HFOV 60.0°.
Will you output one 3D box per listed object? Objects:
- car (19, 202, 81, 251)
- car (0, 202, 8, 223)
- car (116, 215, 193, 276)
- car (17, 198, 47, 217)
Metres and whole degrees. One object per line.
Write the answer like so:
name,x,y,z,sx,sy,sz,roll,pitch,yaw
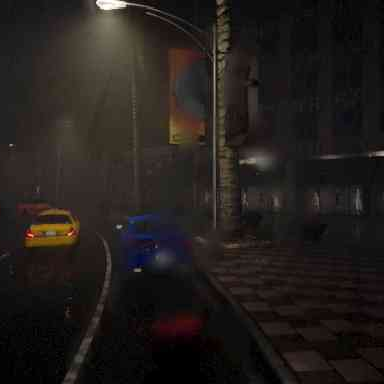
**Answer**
car,-5.778,1.451,14.178,1.801,1.575,5.366,0,0,-18
car,-14.962,1.462,24.835,1.882,1.535,5.008,0,0,-34
car,-1.332,1.475,10.583,1.882,1.535,5.008,0,0,-14
car,-13.903,1.337,29.197,2.097,1.767,4.553,0,0,-37
